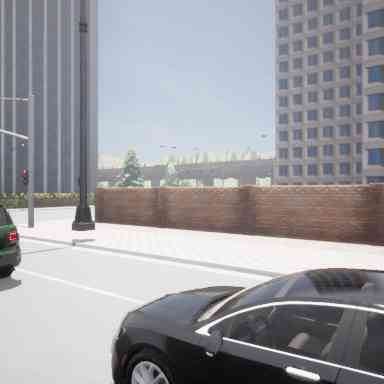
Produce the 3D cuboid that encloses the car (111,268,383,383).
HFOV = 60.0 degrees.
[{"bbox_3d":[1.328,1.505,3.046,4.892,1.490,1.837,0,0,36],"label":"car"}]

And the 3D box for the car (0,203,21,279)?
[{"bbox_3d":[-6.748,1.221,8.791,5.566,2.045,2.150,0,0,35],"label":"car"}]
